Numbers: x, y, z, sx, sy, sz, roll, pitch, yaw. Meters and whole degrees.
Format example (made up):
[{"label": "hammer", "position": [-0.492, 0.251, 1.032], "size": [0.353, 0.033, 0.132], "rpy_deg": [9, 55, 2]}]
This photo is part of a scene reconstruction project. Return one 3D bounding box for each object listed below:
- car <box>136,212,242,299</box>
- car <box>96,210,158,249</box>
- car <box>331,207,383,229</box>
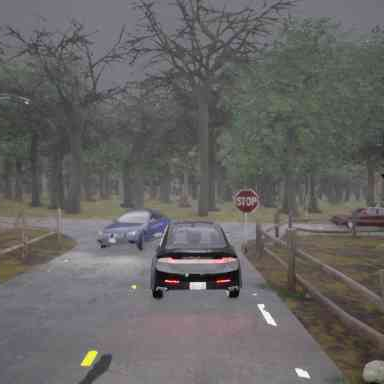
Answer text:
[{"label": "car", "position": [0.032, 1.491, 8.473], "size": [2.128, 1.511, 4.902], "rpy_deg": [0, 0, -2]}, {"label": "car", "position": [-2.277, 1.524, 14.452], "size": [1.812, 1.442, 4.674], "rpy_deg": [-1, 0, 17]}, {"label": "car", "position": [12.591, 1.809, 23.874], "size": [5.008, 1.535, 1.882], "rpy_deg": [1, 0, -2]}]
